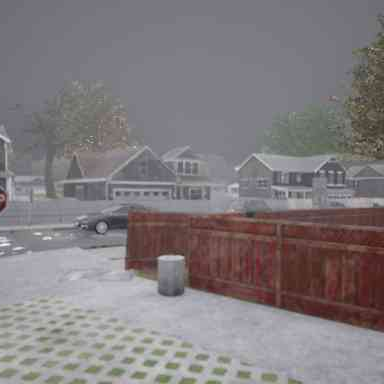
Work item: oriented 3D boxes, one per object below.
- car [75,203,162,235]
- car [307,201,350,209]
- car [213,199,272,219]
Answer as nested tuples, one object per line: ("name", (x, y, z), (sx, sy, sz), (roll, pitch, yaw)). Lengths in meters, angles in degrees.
("car", (-3.819, 1.379, 18.078), (4.892, 1.490, 1.837), (1, 0, -37))
("car", (11.939, 1.571, 29.173), (4.892, 1.490, 1.837), (0, 1, -33))
("car", (3.581, 1.316, 23.455), (4.553, 1.767, 2.097), (1, 0, -35))
